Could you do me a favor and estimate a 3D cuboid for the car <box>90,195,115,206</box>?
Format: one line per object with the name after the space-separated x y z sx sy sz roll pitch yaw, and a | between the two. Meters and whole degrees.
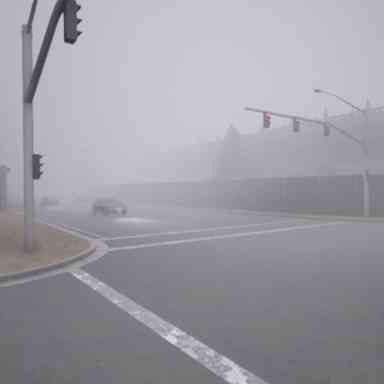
-13.727 1.204 50.804 2.128 1.511 4.902 -1 1 -34 | car

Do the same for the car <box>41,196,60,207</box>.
-20.622 1.291 48.321 2.128 1.511 4.902 -1 0 -34 | car

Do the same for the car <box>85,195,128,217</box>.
-7.259 1.299 28.965 2.128 1.511 4.902 -1 1 -35 | car

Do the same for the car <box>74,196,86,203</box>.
-19.559 1.311 59.120 1.895 1.301 4.718 -1 1 -35 | car
